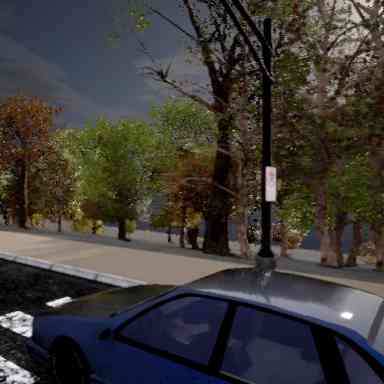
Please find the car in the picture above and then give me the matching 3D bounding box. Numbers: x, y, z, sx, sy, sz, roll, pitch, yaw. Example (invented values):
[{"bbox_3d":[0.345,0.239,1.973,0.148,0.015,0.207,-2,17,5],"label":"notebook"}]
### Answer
[{"bbox_3d":[0.545,1.548,3.295,5.357,1.411,2.033,0,0,35],"label":"car"}]
